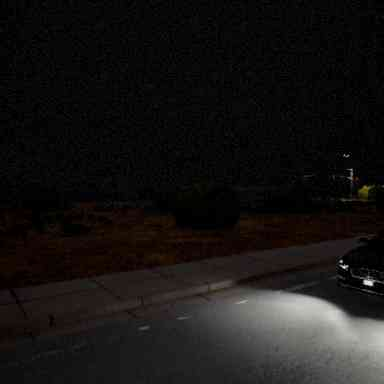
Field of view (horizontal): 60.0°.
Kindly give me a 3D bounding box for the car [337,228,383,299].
[{"bbox_3d":[5.377,1.493,7.824,4.892,1.490,1.837,0,0,-35],"label":"car"}]
